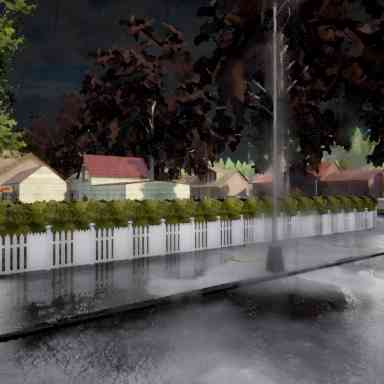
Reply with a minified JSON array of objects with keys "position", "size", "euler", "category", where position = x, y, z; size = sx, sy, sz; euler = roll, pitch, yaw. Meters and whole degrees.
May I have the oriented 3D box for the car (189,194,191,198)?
[{"position":[-2.188,1.221,57.477],"size":[2.150,2.045,5.566],"euler":[0,0,-35],"category":"car"}]
